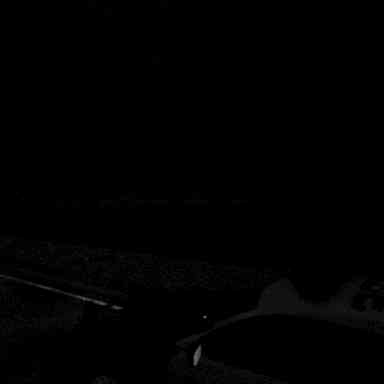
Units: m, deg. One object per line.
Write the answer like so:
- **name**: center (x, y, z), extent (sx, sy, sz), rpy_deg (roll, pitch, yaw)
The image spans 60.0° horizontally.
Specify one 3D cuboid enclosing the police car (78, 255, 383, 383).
- **police car**: center (1.014, 1.432, 2.840), extent (5.238, 1.638, 1.930), rpy_deg (-1, 0, 35)
